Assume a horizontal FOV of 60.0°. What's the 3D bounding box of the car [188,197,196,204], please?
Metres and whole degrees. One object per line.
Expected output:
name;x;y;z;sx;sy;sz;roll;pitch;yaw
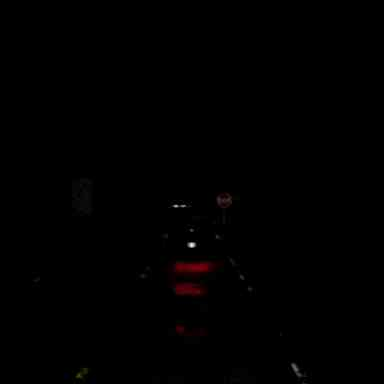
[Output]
car;-0.019;2.205;87.138;2.128;1.511;4.902;0;-1;0

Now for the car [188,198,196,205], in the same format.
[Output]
car;-0.017;2.278;75.883;1.994;1.385;4.181;0;-1;0

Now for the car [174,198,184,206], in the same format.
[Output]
car;-2.766;2.068;73.643;2.097;1.767;4.553;0;-1;0

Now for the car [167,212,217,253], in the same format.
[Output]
car;0.000;1.644;14.299;1.837;1.490;4.892;0;0;0
